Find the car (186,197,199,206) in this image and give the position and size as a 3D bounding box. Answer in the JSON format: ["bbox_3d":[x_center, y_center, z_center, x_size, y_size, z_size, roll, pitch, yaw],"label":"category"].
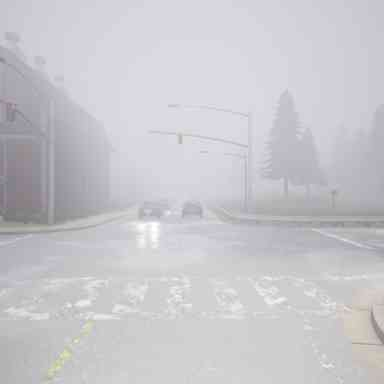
[{"bbox_3d":[0.044,1.547,55.918,2.033,1.411,5.357,0,0,0],"label":"car"}]

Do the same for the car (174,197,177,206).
[{"bbox_3d":[-3.530,1.526,56.127,1.812,1.442,4.674,0,0,0],"label":"car"}]

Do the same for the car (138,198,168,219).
[{"bbox_3d":[-3.577,1.492,29.636,2.128,1.511,4.902,0,0,0],"label":"car"}]

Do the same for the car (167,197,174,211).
[{"bbox_3d":[-3.566,1.506,41.417,1.837,1.490,4.892,0,0,0],"label":"car"}]

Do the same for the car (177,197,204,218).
[{"bbox_3d":[0.024,1.492,30.452,2.128,1.511,4.902,0,0,0],"label":"car"}]
